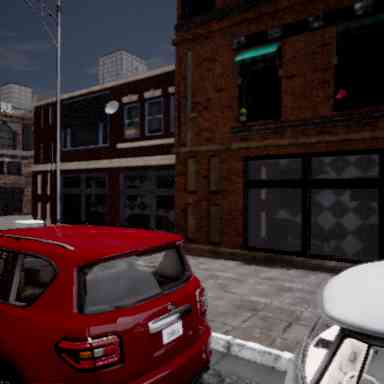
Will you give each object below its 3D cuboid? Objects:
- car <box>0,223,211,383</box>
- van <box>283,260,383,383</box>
[{"bbox_3d":[-2.116,1.356,4.365,5.009,1.841,2.192,-1,1,36],"label":"car"},{"bbox_3d":[2.284,1.329,1.222,3.998,1.788,1.690,-1,1,36],"label":"van"}]
